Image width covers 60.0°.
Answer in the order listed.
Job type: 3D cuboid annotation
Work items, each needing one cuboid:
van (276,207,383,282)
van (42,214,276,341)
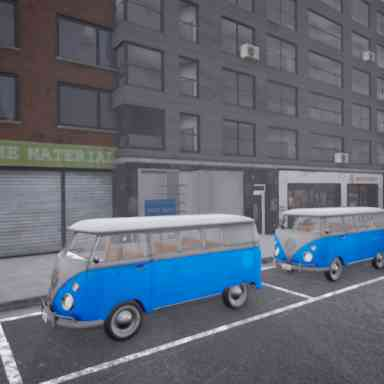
[{"bbox_3d":[4.042,1.333,9.452,3.998,1.788,1.690,0,-1,-36],"label":"van"},{"bbox_3d":[-0.498,1.338,6.198,3.998,1.788,1.690,0,-1,-36],"label":"van"}]
